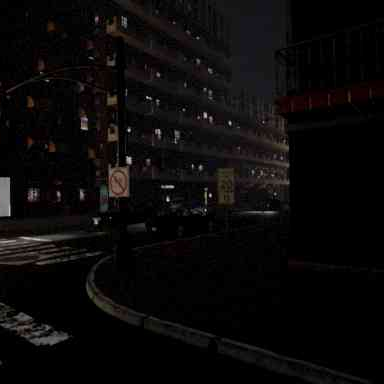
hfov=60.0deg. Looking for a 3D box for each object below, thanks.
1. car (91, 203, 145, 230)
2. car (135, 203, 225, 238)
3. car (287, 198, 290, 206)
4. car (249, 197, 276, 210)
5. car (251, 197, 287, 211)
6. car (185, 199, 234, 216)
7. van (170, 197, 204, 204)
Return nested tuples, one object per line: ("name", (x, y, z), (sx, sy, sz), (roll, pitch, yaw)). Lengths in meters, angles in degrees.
("car", (-4.085, 1.487, 21.039), (2.128, 1.511, 4.902), (-1, -1, 35))
("car", (-0.455, 1.435, 16.792), (2.008, 1.369, 4.403), (-1, -1, 36))
("car", (15.803, 1.497, 52.915), (1.752, 1.417, 4.829), (-1, -1, 36))
("car", (9.399, 1.431, 44.007), (1.967, 1.590, 4.097), (-1, -1, 36))
("car", (9.196, 1.473, 39.469), (1.812, 1.442, 4.674), (-1, -1, 36))
("car", (1.757, 1.573, 29.146), (1.895, 1.301, 4.718), (-1, -1, 36))
("van", (-0.356, 1.365, 30.437), (1.690, 1.788, 3.998), (-1, -1, 36))
